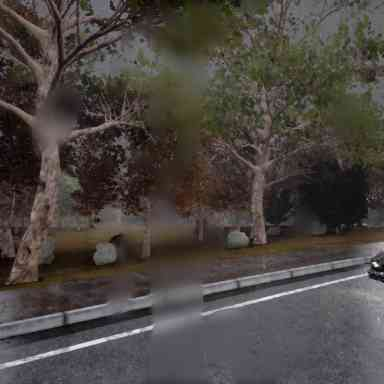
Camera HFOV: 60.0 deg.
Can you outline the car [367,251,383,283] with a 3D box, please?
[{"bbox_3d":[6.891,1.719,8.918,5.357,1.411,2.033,2,-1,-35],"label":"car"}]
